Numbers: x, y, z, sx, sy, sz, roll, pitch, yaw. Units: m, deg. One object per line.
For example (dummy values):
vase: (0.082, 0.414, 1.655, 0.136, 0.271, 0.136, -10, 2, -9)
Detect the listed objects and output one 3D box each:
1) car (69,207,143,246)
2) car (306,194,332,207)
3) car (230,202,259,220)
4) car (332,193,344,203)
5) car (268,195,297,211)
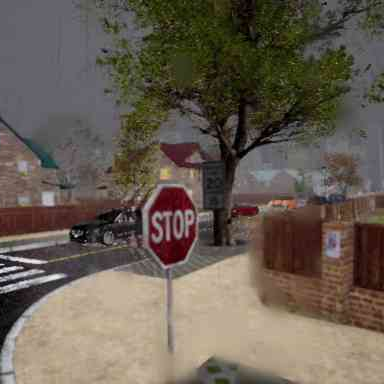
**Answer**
car: (-3.423, 1.518, 15.640, 1.837, 1.490, 4.892, -2, 0, 33)
car: (14.729, 1.232, 38.970, 1.837, 1.490, 4.892, -2, -1, 32)
car: (3.710, 1.518, 26.950, 1.895, 1.301, 4.718, -2, 0, 32)
car: (21.814, 0.984, 50.272, 2.097, 1.767, 4.553, -2, 0, 32)
car: (10.170, 1.182, 37.213, 2.097, 1.767, 4.553, -2, -1, 32)
